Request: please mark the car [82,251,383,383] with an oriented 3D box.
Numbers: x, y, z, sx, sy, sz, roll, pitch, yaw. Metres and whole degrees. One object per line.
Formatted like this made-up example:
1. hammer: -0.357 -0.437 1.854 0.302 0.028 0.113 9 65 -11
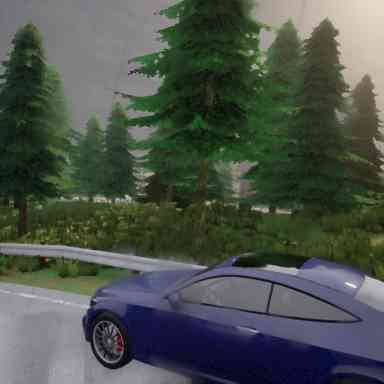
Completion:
1. car: 0.744 1.499 4.105 4.674 1.442 1.812 1 1 31
